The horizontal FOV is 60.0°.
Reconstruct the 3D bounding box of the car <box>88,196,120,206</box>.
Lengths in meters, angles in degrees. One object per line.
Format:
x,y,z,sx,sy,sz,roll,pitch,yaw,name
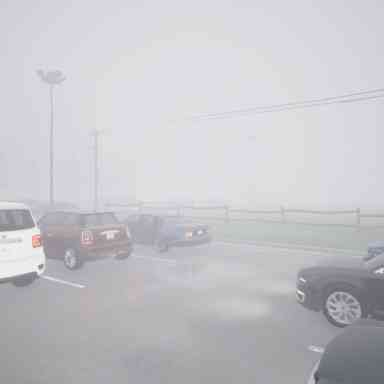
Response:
-14.763,1.492,56.045,2.128,1.511,4.902,0,0,36,car

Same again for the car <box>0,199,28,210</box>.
-24.078,1.601,43.009,1.895,1.301,4.718,0,0,34,car

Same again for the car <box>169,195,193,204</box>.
-1.807,1.351,61.878,2.097,1.767,4.553,0,0,36,car

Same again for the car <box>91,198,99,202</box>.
-13.514,1.505,51.829,1.837,1.490,4.892,0,0,36,car

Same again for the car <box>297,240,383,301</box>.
4.191,1.503,5.301,4.892,1.490,1.837,0,0,35,car

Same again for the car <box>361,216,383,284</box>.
6.854,1.478,7.703,5.008,1.535,1.882,0,0,36,car

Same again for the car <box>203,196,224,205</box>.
3.865,1.499,57.798,1.837,1.490,4.892,0,2,36,car

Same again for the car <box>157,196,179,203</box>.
-4.964,1.504,69.299,1.837,1.490,4.892,0,0,36,car

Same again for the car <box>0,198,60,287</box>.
-5.845,1.221,8.109,5.566,2.045,2.150,0,0,36,car

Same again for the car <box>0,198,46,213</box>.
-19.310,1.477,37.547,1.882,1.535,5.008,0,0,34,car

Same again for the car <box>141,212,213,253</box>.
-1.740,1.547,13.782,5.357,1.411,2.033,0,0,36,car

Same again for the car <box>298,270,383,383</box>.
3.078,1.601,1.796,4.718,1.301,1.895,0,0,36,car

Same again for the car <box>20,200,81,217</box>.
-13.879,1.548,33.093,2.033,1.411,5.357,0,0,34,car

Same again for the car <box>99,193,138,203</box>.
-10.604,1.224,49.883,2.150,2.045,5.566,0,0,36,car

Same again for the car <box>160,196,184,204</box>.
-3.834,1.505,64.996,1.837,1.490,4.892,0,0,37,car

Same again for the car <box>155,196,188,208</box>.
-3.177,1.601,48.182,1.895,1.301,4.718,0,0,36,car

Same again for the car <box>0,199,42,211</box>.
-21.123,1.564,41.127,1.994,1.385,4.181,0,0,34,car

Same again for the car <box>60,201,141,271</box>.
-4.176,1.352,11.222,4.553,1.767,2.097,0,0,36,car
